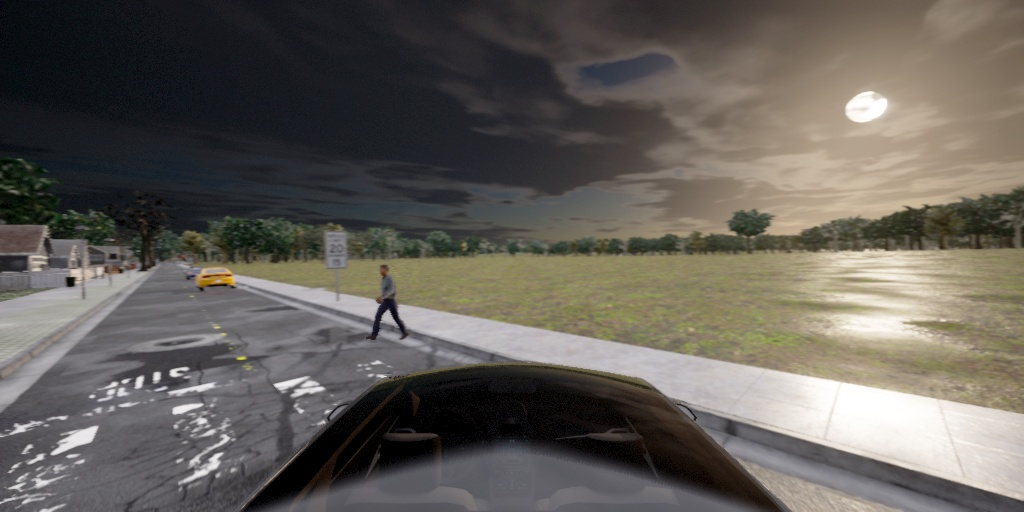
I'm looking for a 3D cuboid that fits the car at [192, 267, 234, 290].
[{"bbox_3d":[-21.840,1.604,26.314,1.882,1.535,5.008,-2,1,-44],"label":"car"}]

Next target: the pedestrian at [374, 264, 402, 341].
[{"bbox_3d":[-2.915,1.061,8.353,0.375,1.860,0.375,-1,-1,-44],"label":"pedestrian"}]

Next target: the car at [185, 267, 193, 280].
[{"bbox_3d":[-36.293,1.929,41.267,2.033,1.411,5.357,-2,1,-44],"label":"car"}]
